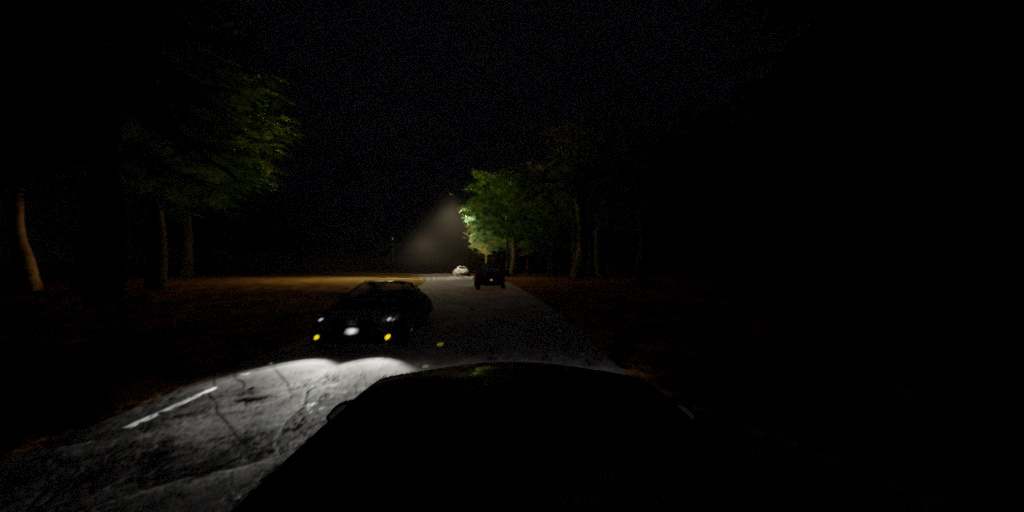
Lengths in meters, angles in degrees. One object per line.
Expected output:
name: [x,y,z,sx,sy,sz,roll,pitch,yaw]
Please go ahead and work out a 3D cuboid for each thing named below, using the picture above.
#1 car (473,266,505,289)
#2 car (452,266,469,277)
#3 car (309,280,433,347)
car: [-1.661,1.415,25.204,1.882,1.535,5.008,0,-1,-8]
car: [-7.251,2.159,50.841,1.812,1.442,4.674,-1,-2,-17]
car: [-3.320,1.335,9.246,1.994,1.385,4.181,0,0,-2]
